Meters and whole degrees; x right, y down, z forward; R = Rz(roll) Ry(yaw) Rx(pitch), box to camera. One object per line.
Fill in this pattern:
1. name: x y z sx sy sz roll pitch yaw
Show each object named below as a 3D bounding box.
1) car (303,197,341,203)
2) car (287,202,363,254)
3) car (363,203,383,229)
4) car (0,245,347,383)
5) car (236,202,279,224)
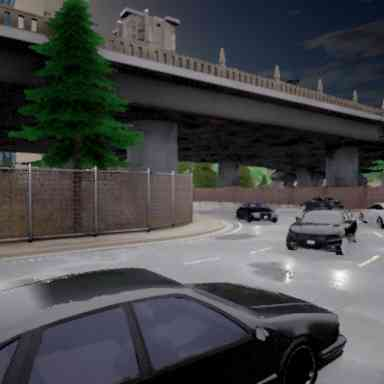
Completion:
1. car: 12.998 1.251 33.549 1.837 1.490 4.892 0 1 -18
2. car: 5.305 1.377 13.134 1.882 1.535 5.008 1 1 33
3. car: 11.658 1.347 19.868 1.812 1.442 4.674 0 0 9
4. car: -0.727 1.537 3.234 5.357 1.411 2.033 -1 0 -36
5. car: 4.499 1.418 23.399 1.994 1.385 4.181 0 0 -8
